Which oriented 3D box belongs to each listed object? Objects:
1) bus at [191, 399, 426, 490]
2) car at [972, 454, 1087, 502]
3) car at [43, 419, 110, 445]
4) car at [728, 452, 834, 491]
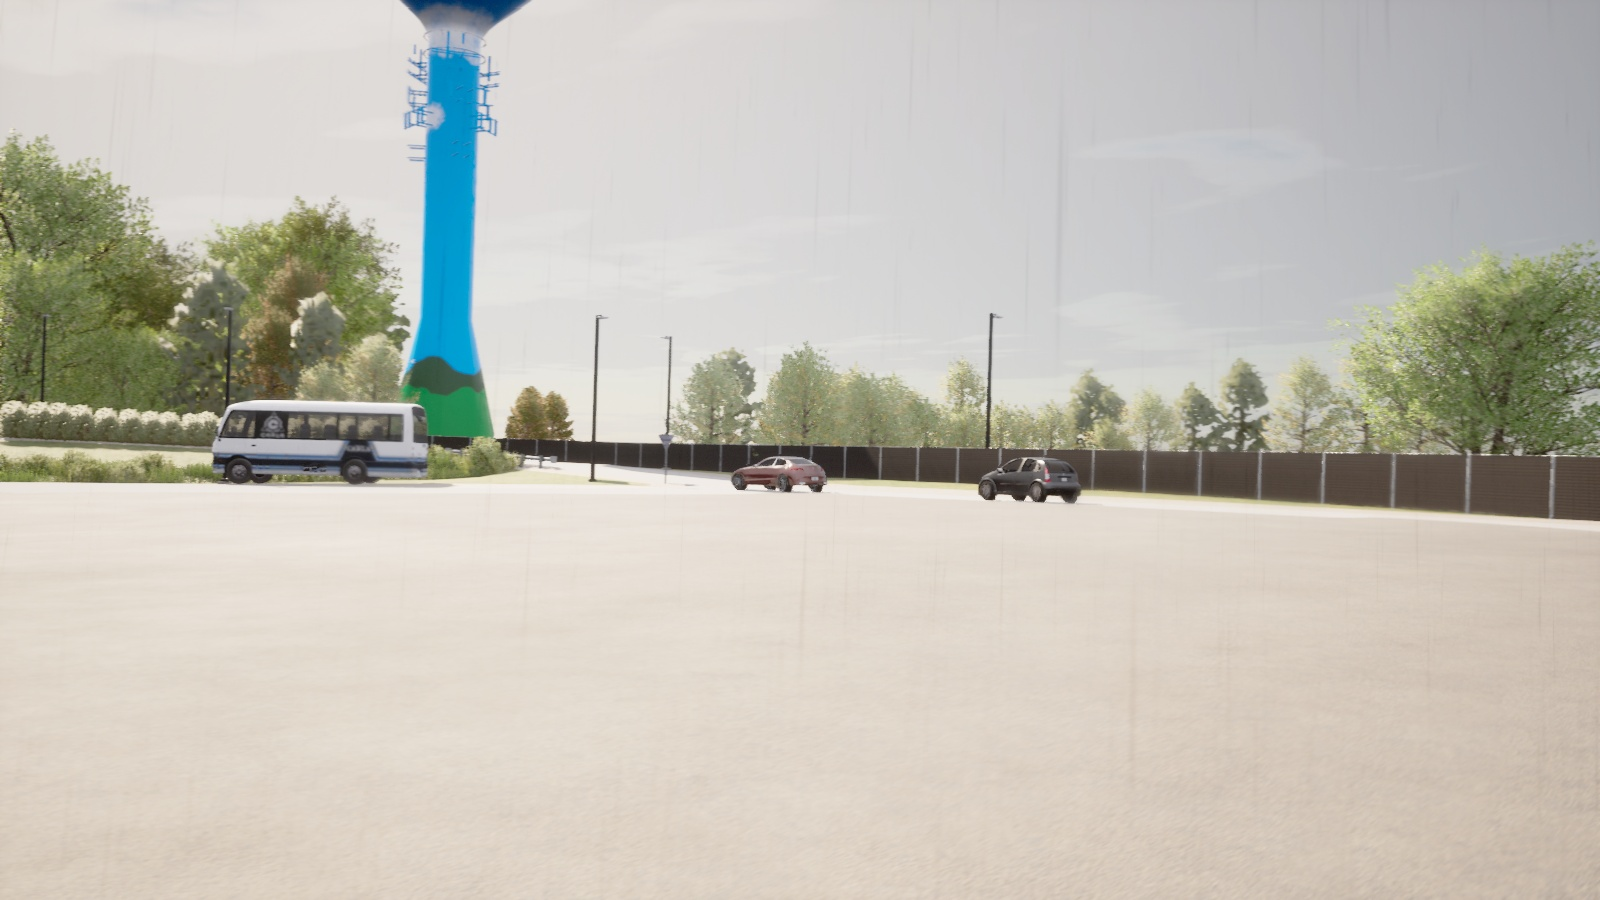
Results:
[{"bbox_3d":[-24.662,-0.226,63.562,10.273,4.253,3.944,1,-1,-2],"label":"bus"},{"bbox_3d":[8.210,0.996,45.275,1.851,1.617,3.988,2,-1,-31],"label":"car"},{"bbox_3d":[-48.823,-1.201,84.765,3.705,1.549,1.789,3,-1,-35],"label":"car"},{"bbox_3d":[-0.928,0.961,57.907,2.152,1.651,5.027,1,0,-41],"label":"car"}]
